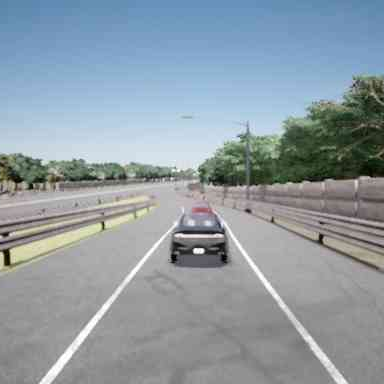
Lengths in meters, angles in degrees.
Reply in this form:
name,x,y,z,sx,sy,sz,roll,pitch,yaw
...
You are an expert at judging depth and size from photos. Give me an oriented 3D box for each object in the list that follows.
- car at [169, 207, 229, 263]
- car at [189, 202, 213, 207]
name,x,y,z,sx,sy,sz,roll,pitch,yaw
car,0.280,1.507,12.106,2.128,1.511,4.902,0,0,2
car,0.743,1.558,27.960,1.812,1.442,4.674,0,0,1
